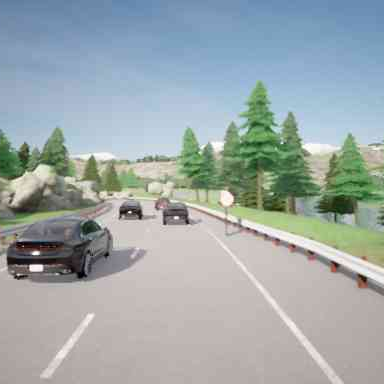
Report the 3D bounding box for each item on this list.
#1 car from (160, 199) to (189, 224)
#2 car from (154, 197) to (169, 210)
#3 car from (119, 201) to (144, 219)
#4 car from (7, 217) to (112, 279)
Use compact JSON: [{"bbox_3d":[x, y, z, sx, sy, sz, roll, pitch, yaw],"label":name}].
[{"bbox_3d":[-1.283,1.503,24.885,1.837,1.490,4.892,0,0,-6],"label":"car"},{"bbox_3d":[-3.765,1.431,42.690,2.033,1.649,4.856,0,0,-10],"label":"car"},{"bbox_3d":[-5.295,1.483,29.252,1.882,1.535,5.008,0,0,-7],"label":"car"},{"bbox_3d":[-3.703,1.510,10.111,1.837,1.490,4.892,0,0,-2],"label":"car"}]
